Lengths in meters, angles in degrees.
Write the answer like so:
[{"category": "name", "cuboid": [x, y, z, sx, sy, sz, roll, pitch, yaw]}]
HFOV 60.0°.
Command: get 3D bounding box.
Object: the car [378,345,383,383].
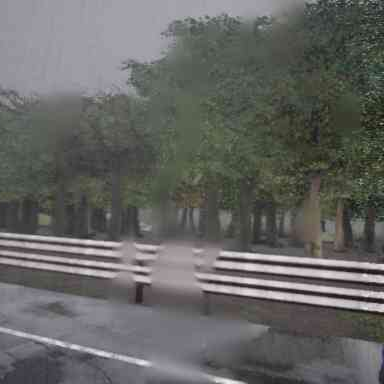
[{"category": "car", "cuboid": [4.252, 1.774, 2.508, 5.008, 1.535, 1.882, 1, -3, 19]}]
